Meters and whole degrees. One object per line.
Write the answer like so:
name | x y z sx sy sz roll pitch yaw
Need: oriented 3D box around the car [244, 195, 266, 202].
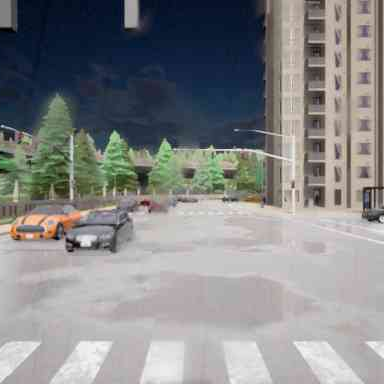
car | 13.580 1.472 73.354 5.008 1.535 1.882 0 0 -37

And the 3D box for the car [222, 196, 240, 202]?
car | 8.568 1.518 73.545 4.674 1.442 1.812 0 0 -42

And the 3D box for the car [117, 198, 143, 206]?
car | -7.071 1.501 36.978 1.837 1.490 4.892 0 0 0

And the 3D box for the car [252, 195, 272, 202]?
car | 16.667 1.546 79.402 4.181 1.385 1.994 0 0 -24

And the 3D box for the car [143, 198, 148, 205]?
car | -6.844 1.596 52.230 1.895 1.301 4.718 0 0 3

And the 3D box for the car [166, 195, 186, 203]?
car | -3.283 1.487 68.643 2.128 1.511 4.902 0 0 24

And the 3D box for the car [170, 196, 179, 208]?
car | -3.418 1.560 49.042 1.994 1.385 4.181 0 0 2

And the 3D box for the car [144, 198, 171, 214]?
car | -3.523 1.598 34.895 1.895 1.301 4.718 0 0 -2

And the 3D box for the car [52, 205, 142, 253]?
car | -3.593 1.490 13.692 2.128 1.511 4.902 0 0 0

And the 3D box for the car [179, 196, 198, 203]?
car | -0.421 1.558 66.330 1.994 1.385 4.181 0 0 24

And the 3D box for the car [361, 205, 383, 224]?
car | 15.375 1.558 25.037 4.892 1.490 1.837 0 0 0

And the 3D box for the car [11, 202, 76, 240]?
car | -7.093 1.351 16.771 2.097 1.767 4.553 0 0 0
